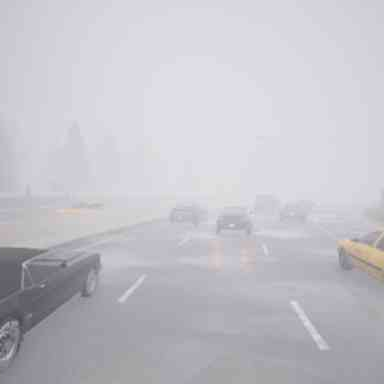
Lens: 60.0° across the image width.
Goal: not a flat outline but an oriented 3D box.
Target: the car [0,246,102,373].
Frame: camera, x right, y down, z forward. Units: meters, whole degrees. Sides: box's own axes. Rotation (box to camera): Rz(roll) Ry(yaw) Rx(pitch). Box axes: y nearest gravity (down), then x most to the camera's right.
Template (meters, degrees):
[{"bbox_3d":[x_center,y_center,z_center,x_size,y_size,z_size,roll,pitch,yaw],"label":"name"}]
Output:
[{"bbox_3d":[-3.094,1.567,5.540,1.895,1.301,4.718,0,0,4],"label":"car"}]

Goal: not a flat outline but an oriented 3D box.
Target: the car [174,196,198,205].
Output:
[{"bbox_3d":[-1.015,1.406,56.450,1.812,1.442,4.674,0,0,32],"label":"car"}]

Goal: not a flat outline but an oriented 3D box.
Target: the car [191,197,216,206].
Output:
[{"bbox_3d":[1.961,1.506,54.636,1.895,1.301,4.718,0,0,32],"label":"car"}]

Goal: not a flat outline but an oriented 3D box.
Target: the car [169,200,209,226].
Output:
[{"bbox_3d":[-0.120,1.445,23.047,2.128,1.511,4.902,0,0,14],"label":"car"}]

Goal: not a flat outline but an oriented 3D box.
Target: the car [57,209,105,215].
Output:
[{"bbox_3d":[-7.507,1.377,23.143,1.882,1.535,5.008,0,0,14],"label":"car"}]

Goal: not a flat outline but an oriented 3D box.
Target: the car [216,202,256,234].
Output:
[{"bbox_3d":[2.486,1.506,18.931,1.812,1.442,4.674,0,0,12],"label":"car"}]

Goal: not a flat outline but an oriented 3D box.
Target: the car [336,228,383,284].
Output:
[{"bbox_3d":[4.989,1.476,7.828,1.801,1.575,5.366,0,0,6],"label":"car"}]

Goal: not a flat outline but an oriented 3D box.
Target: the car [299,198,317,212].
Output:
[{"bbox_3d":[13.370,1.526,39.111,1.837,1.490,4.892,0,1,29],"label":"car"}]

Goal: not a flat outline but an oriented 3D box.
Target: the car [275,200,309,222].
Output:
[{"bbox_3d":[8.052,1.570,26.451,1.994,1.385,4.181,0,0,20],"label":"car"}]

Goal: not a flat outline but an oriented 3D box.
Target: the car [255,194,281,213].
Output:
[{"bbox_3d":[8.386,1.210,36.607,2.150,2.045,5.566,0,0,24],"label":"car"}]
